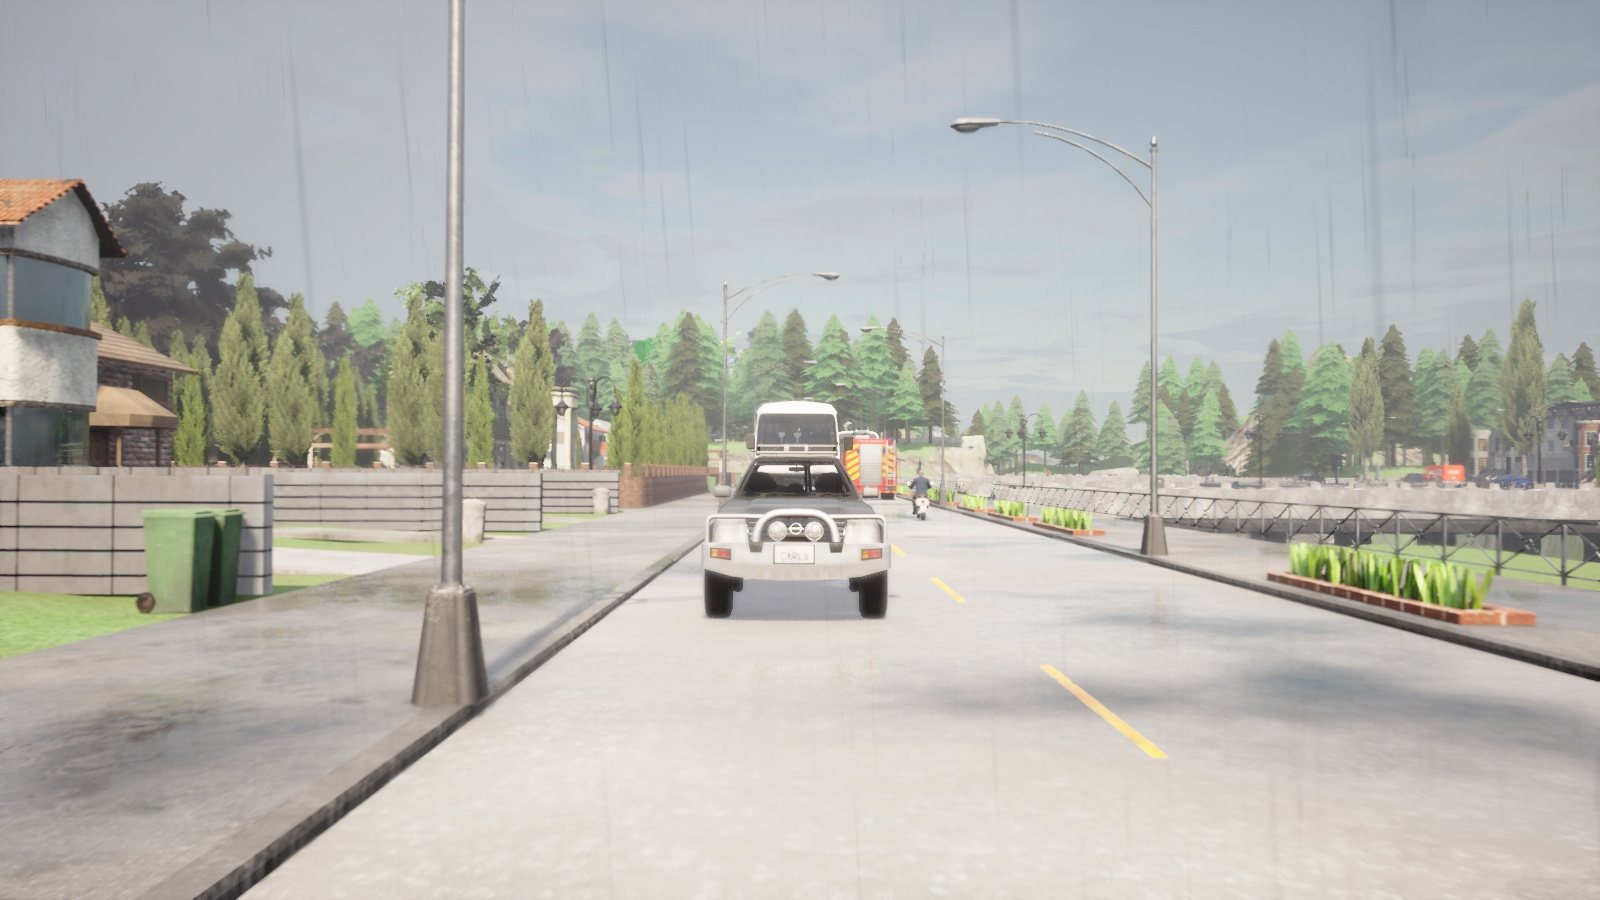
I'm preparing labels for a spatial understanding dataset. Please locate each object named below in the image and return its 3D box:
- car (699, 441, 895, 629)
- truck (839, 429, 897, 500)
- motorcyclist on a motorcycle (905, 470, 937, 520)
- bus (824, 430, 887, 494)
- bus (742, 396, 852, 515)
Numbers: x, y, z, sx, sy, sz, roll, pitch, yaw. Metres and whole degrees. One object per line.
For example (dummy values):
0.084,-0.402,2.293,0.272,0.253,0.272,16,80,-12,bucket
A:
-0.036,0.878,14.745,1.932,1.855,4.605,0,-1,0,car
3.825,0.850,72.582,2.891,3.827,8.468,0,-1,0,truck
3.904,1.433,40.679,0.866,1.590,1.817,0,-1,0,motorcyclist on a motorcycle
3.786,0.911,88.898,3.944,4.253,10.273,0,-1,0,bus
-0.124,0.283,50.468,3.944,4.253,10.273,0,-1,0,bus
